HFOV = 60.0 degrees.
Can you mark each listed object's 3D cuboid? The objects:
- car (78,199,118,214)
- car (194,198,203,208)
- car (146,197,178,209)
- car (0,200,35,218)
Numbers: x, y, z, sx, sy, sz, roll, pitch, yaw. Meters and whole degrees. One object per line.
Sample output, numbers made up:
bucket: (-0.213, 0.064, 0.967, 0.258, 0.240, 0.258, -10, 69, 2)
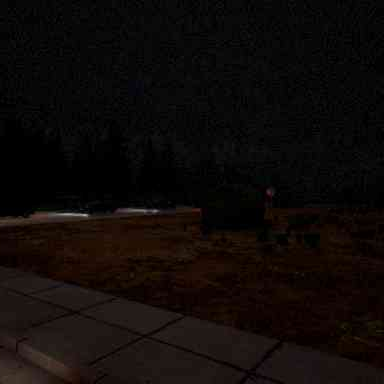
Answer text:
car: (-10.224, 1.552, 36.606, 1.812, 1.442, 4.674, 0, 0, 37)
car: (2.226, 1.532, 47.226, 1.837, 1.490, 4.892, 0, 0, 36)
car: (-4.010, 1.504, 44.993, 1.882, 1.535, 5.008, 0, 0, 37)
car: (-16.146, 1.504, 28.609, 1.882, 1.535, 5.008, 0, 0, 36)
